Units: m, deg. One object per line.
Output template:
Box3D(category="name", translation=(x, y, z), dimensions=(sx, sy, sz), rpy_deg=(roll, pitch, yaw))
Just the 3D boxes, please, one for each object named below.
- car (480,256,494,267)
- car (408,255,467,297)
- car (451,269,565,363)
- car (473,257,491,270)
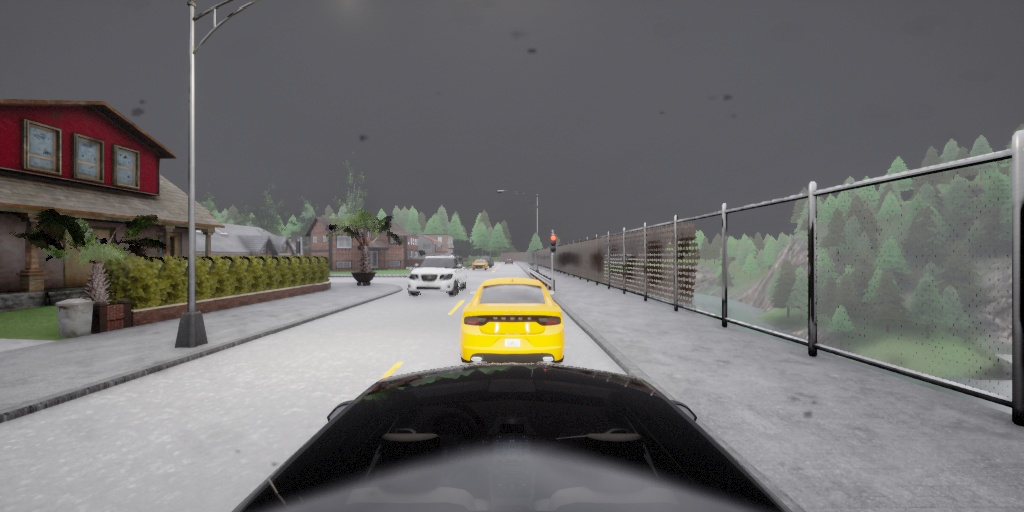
Box3D(category="car", translation=(-4.589, 0.971, 61.386), dimensions=(2.150, 2.045, 5.566), rpy_deg=(0, 0, 0))
Box3D(category="car", translation=(-3.739, 0.971, 19.133), dimensions=(2.150, 2.045, 5.566), rpy_deg=(1, 0, 1))
Box3D(category="car", translation=(0.005, 1.228, 8.183), dimensions=(1.882, 1.535, 5.008), rpy_deg=(0, 0, 0))
Box3D(category="car", translation=(-4.523, 1.227, 51.442), dimensions=(1.882, 1.535, 5.008), rpy_deg=(0, 0, 0))
